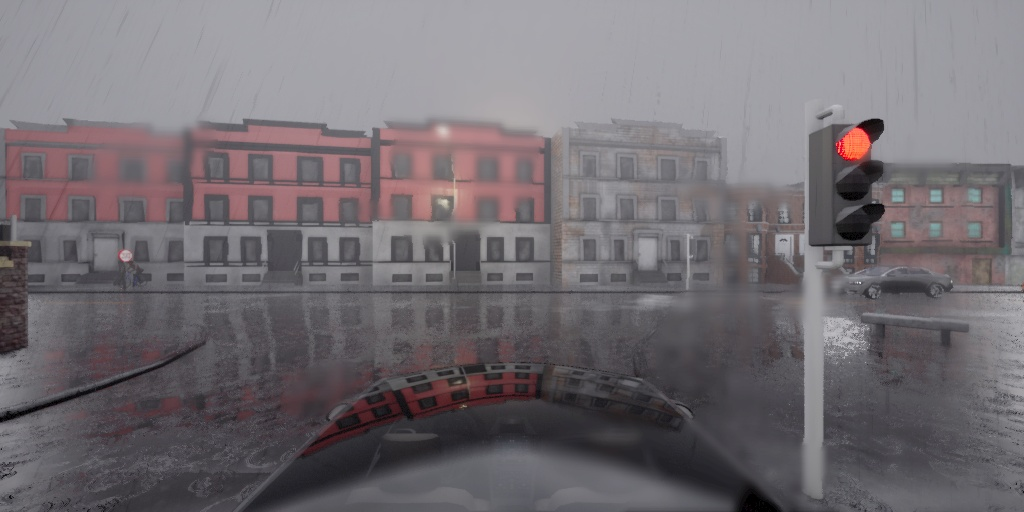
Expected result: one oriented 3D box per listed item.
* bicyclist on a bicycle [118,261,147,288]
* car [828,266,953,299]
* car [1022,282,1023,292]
[{"bbox_3d":[-22.695,1.096,21.488,0.582,1.620,1.656,0,0,0],"label":"bicyclist on a bicycle"},{"bbox_3d":[18.122,1.240,17.320,4.902,1.511,2.128,0,0,0],"label":"car"},{"bbox_3d":[28.016,1.100,17.314,4.553,1.767,2.097,0,0,0],"label":"car"}]
